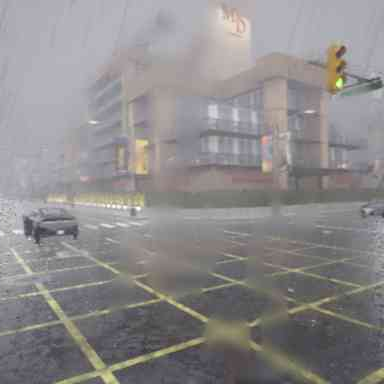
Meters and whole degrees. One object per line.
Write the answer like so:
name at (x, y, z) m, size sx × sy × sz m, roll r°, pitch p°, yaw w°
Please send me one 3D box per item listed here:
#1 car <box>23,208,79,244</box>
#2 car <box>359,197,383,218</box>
car at (-6.981, 1.514, 16.265) m, size 2.128 × 1.511 × 4.902 m, roll -1°, pitch 0°, yaw -34°
car at (14.796, 1.169, 25.524) m, size 4.902 × 1.511 × 2.128 m, roll -1°, pitch 0°, yaw -33°
